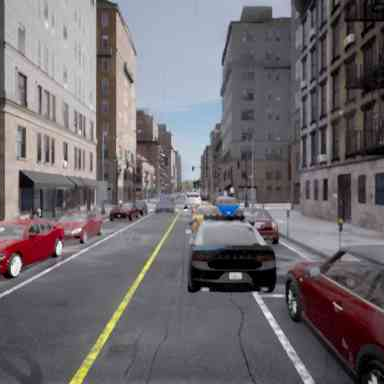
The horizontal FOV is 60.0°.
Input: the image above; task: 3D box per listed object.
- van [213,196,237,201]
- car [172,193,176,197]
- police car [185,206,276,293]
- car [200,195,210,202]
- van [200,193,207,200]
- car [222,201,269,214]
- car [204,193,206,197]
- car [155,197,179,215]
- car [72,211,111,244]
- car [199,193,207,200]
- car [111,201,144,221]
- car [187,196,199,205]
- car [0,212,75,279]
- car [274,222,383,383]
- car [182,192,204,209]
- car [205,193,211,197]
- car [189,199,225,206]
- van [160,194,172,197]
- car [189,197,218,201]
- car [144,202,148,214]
[{"bbox_3d":[2.704,1.309,26.550,1.690,1.788,3.998,0,0,0],"label":"van"},{"bbox_3d":[-5.212,1.463,74.858,1.947,1.339,4.313,0,0,0],"label":"car"},{"bbox_3d":[0.847,1.415,8.991,1.930,1.638,5.238,0,0,0],"label":"police car"},{"bbox_3d":[2.892,1.448,74.839,2.008,1.369,4.403,0,0,0],"label":"car"},{"bbox_3d":[2.910,1.222,85.651,1.690,1.788,3.998,0,0,0],"label":"van"},{"bbox_3d":[2.676,1.422,15.529,1.967,1.590,4.097,0,0,0],"label":"car"},{"bbox_3d":[2.883,1.220,69.432,2.192,1.841,5.009,0,0,0],"label":"car"},{"bbox_3d":[-2.668,1.505,33.983,2.033,1.411,5.357,0,0,0],"label":"car"},{"bbox_3d":[-5.349,1.564,15.549,1.802,1.307,4.206,0,0,0],"label":"car"},{"bbox_3d":[2.919,1.187,91.058,2.192,1.841,5.009,0,0,0],"label":"car"},{"bbox_3d":[-5.321,1.512,26.572,1.887,1.381,4.507,0,0,0],"label":"car"},{"bbox_3d":[0.148,1.470,57.734,2.033,1.411,5.357,0,0,0],"label":"car"},{"bbox_3d":[-5.364,1.533,10.038,1.887,1.381,4.507,0,0,0],"label":"car"},{"bbox_3d":[2.647,1.435,4.506,1.967,1.590,4.097,0,0,0],"label":"car"},{"bbox_3d":[0.117,1.158,44.397,2.150,2.045,5.566,0,0,0],"label":"car"},{"bbox_3d":[2.719,1.275,32.061,2.192,1.841,5.009,0,0,0],"label":"car"},{"bbox_3d":[0.873,1.433,19.071,1.801,1.575,5.366,0,0,0],"label":"car"},{"bbox_3d":[-5.243,1.255,64.046,1.690,1.788,3.998,0,0,0],"label":"van"},{"bbox_3d":[0.888,1.425,25.071,1.801,1.575,5.366,0,0,0],"label":"car"},{"bbox_3d":[-5.306,1.526,32.082,1.947,1.339,4.313,0,0,0],"label":"car"}]
